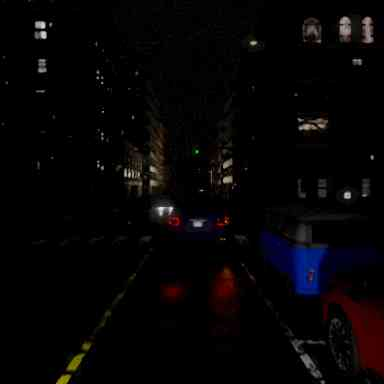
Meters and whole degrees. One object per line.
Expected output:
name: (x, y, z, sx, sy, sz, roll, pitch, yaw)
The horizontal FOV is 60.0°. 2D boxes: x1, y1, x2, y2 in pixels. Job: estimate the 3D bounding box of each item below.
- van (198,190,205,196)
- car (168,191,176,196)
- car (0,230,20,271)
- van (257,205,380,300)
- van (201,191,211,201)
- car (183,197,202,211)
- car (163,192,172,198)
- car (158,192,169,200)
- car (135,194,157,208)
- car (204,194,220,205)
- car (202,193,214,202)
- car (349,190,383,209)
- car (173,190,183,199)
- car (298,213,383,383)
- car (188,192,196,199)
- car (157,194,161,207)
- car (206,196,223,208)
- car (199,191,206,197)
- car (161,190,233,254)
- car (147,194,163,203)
van: (2.673, 0.310, 95.492, 1.690, 1.788, 3.998, -1, 1, 0)
car: (-5.706, 0.515, 95.338, 1.752, 1.417, 4.829, 0, 1, 0)
car: (-5.698, 1.491, 7.870, 1.802, 1.307, 4.206, 0, 1, 0)
van: (2.681, 1.250, 7.867, 1.690, 1.788, 3.998, 0, 1, 0)
van: (2.676, 0.655, 62.352, 1.690, 1.788, 3.998, 0, 1, 0)
car: (0.097, 1.201, 35.596, 1.895, 1.301, 4.718, 0, 1, 0)
car: (-5.704, 0.722, 78.936, 1.802, 1.307, 4.206, 0, 1, 0)
car: (-5.704, 0.800, 67.890, 1.887, 1.381, 4.507, 0, 1, 0)
car: (-5.701, 1.116, 40.274, 1.947, 1.339, 4.313, 0, 1, 0)
car: (2.680, 1.056, 45.785, 1.947, 1.339, 4.313, 0, 1, 0)
car: (2.678, 0.917, 56.831, 1.887, 1.381, 4.507, 0, 1, 0)
car: (15.756, 0.722, 27.397, 5.009, 1.841, 2.192, -1, 2, 0)
car: (-3.006, 0.556, 72.059, 2.097, 1.767, 4.553, 0, 1, 0)
car: (2.681, 1.287, 2.340, 2.192, 1.841, 5.009, 0, 1, 0)
car: (-0.007, 0.742, 70.965, 1.812, 1.442, 4.674, 0, 1, 0)
car: (-3.093, 1.108, 40.852, 1.994, 1.385, 4.181, 0, 1, 0)
car: (2.680, 1.132, 40.263, 1.802, 1.307, 4.206, 0, 1, 0)
car: (2.676, 0.606, 84.617, 1.752, 1.417, 4.829, -1, 1, 0)
car: (0.427, 1.072, 13.047, 2.150, 2.045, 5.566, 0, 1, 5)
car: (-5.702, 0.997, 51.320, 1.947, 1.339, 4.313, 0, 1, 0)
